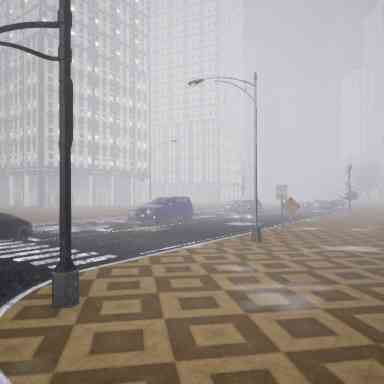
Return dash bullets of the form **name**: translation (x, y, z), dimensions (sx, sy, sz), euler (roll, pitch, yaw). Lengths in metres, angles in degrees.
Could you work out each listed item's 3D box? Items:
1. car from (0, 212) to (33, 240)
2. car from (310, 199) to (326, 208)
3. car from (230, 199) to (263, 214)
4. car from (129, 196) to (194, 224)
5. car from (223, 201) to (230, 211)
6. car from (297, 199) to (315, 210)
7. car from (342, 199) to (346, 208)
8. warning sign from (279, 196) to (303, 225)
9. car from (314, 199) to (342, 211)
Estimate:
- **car**: translation (-9.716, 1.638, 15.520), dimensions (1.994, 1.385, 4.181), euler (0, -1, 34)
- **car**: translation (21.466, 1.903, 56.514), dimensions (1.812, 1.442, 4.674), euler (0, 0, 31)
- **car**: translation (6.781, 1.617, 39.709), dimensions (2.097, 1.767, 4.553), euler (0, -1, 34)
- **car**: translation (-2.051, 1.383, 26.726), dimensions (2.150, 2.045, 5.566), euler (0, 0, 35)
- **car**: translation (5.795, 1.789, 44.055), dimensions (2.128, 1.511, 4.902), euler (0, -1, 34)
- **car**: translation (16.286, 1.923, 47.999), dimensions (1.895, 1.301, 4.718), euler (0, 0, 32)
- **car**: translation (24.191, 1.839, 54.740), dimensions (1.882, 1.535, 5.008), euler (0, 0, 31)
- **warning sign**: translation (6.824, 1.251, 22.958), dimensions (1.300, 1.860, 1.060), euler (0, 0, 34)
- **car**: translation (18.796, 1.852, 45.886), dimensions (2.033, 1.411, 5.357), euler (0, 0, 31)
